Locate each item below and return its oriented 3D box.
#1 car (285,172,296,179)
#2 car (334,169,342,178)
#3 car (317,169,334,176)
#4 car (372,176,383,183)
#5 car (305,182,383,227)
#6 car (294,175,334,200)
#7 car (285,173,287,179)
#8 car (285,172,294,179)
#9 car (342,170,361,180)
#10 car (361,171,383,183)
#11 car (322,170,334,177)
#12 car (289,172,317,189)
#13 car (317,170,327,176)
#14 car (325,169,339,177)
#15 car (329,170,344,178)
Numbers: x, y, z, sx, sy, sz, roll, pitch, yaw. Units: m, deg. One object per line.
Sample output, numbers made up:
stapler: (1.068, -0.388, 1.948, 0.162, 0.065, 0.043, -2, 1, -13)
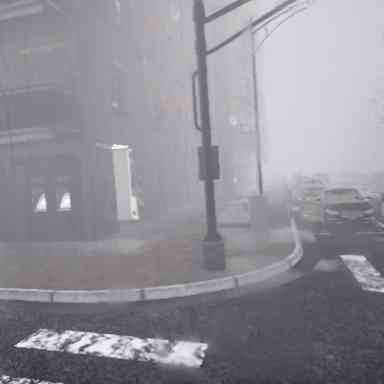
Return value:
car: (21.220, -3.521, 71.945, 2.008, 1.369, 4.403, -3, 3, 15)
car: (26.521, -3.216, 59.121, 1.887, 1.381, 4.507, -3, 3, 15)
car: (16.034, -1.763, 41.490, 1.882, 1.535, 5.008, -3, 3, 15)
car: (8.320, 0.331, 11.946, 1.882, 1.535, 5.008, -3, 3, 15)
car: (5.872, 0.484, 13.190, 2.008, 1.369, 4.403, -3, 3, 15)
car: (8.663, -0.249, 23.873, 2.008, 1.369, 4.403, -3, 3, 15)
car: (17.027, -2.547, 55.916, 1.967, 1.590, 4.097, -3, 3, 15)
car: (22.616, -3.881, 77.287, 2.008, 1.369, 4.403, -3, 3, 15)
car: (23.771, -2.521, 48.601, 1.752, 1.417, 4.829, -3, 3, 15)
car: (20.942, -1.725, 37.756, 1.802, 1.307, 4.206, -3, 3, 15)
car: (30.707, -4.293, 75.145, 2.008, 1.369, 4.403, -3, 3, 15)
car: (11.446, -1.090, 34.550, 1.967, 1.590, 4.097, -3, 3, 15)
car: (33.540, -5.049, 85.991, 1.752, 1.417, 4.829, -3, 3, 15)
car: (29.304, -4.042, 69.797, 1.967, 1.590, 4.097, -3, 3, 15)
car: (27.917, -3.571, 64.462, 2.008, 1.369, 4.403, -3, 3, 15)
